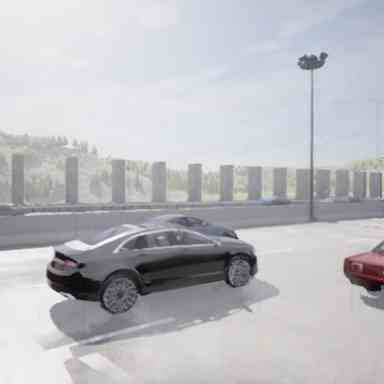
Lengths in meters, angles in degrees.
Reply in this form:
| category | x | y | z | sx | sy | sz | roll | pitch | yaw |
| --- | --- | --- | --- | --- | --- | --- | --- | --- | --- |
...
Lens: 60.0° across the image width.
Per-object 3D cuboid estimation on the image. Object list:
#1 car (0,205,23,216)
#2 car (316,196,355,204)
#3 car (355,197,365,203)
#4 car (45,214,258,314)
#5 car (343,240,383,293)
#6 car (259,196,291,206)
| category | x | y | z | sx | sy | sz | roll | pitch | yaw |
| --- | --- | --- | --- | --- | --- | --- | --- | --- | --- |
| car | -12.748 | 1.410 | 20.603 | 4.181 | 1.385 | 1.994 | 0 | 0 | -35 |
| car | 16.452 | 1.308 | 38.794 | 4.674 | 1.442 | 1.812 | 0 | 0 | -30 |
| car | 21.509 | 1.295 | 45.726 | 5.357 | 1.411 | 2.033 | 0 | 0 | -29 |
| car | -0.635 | 1.442 | 7.506 | 4.902 | 1.511 | 2.128 | 0 | 0 | -34 |
| car | 5.585 | 1.562 | 7.437 | 4.718 | 1.301 | 1.895 | 0 | 0 | -32 |
| car | 11.000 | 1.268 | 43.712 | 4.674 | 1.442 | 1.812 | 0 | 0 | -30 |
